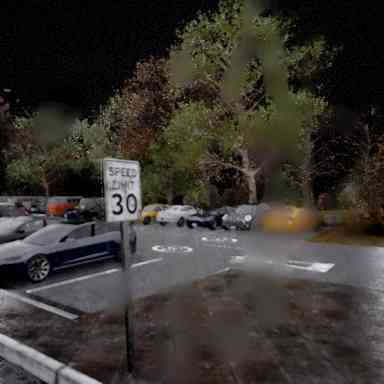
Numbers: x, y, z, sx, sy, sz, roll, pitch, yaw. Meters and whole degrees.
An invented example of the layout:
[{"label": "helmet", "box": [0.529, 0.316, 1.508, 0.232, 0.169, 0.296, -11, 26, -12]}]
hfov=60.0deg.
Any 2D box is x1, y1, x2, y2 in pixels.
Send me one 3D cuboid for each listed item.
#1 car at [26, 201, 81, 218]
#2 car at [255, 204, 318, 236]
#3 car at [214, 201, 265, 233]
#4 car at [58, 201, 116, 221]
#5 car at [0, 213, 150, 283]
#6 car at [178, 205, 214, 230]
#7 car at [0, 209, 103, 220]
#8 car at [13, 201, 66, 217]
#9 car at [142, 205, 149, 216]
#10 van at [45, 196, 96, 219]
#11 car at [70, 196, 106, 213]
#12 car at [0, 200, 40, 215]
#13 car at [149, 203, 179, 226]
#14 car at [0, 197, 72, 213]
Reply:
[{"label": "car", "box": [-14.207, 1.710, 34.378, 2.163, 1.488, 4.792, 0, 0, 36]}, {"label": "car", "box": [5.952, 1.636, 19.709, 2.097, 1.535, 5.008, 0, 0, 36]}, {"label": "car", "box": [3.730, 1.515, 21.366, 2.185, 1.767, 4.553, 0, 0, 36]}, {"label": "car", "box": [-9.656, 1.693, 31.004, 2.163, 1.488, 4.792, 0, 0, 36]}, {"label": "car", "box": [-3.887, 1.679, 10.657, 2.163, 1.488, 4.792, 0, 0, 36]}, {"label": "car", "box": [1.553, 1.674, 22.870, 2.163, 1.488, 4.792, 0, 0, 36]}, {"label": "car", "box": [-6.113, 1.653, 12.316, 2.097, 1.535, 5.008, 0, 0, 36]}, {"label": "car", "box": [-16.343, 1.725, 35.928, 2.163, 1.488, 4.792, -1, 0, 36]}, {"label": "car", "box": [-3.023, 1.649, 25.998, 1.946, 1.575, 5.366, 0, 0, 36]}, {"label": "van", "box": [-11.913, 1.444, 32.822, 1.878, 1.987, 4.442, 0, 0, 36]}, {"label": "car", "box": [-7.381, 1.408, 29.424, 2.435, 2.045, 5.566, 0, 0, 36]}, {"label": "car", "box": [-20.840, 1.742, 39.161, 2.097, 1.535, 5.008, -1, 0, 36]}, {"label": "car", "box": [-0.673, 1.688, 24.519, 2.002, 1.452, 4.674, 0, 0, 36]}, {"label": "car", "box": [-8.347, 1.405, 13.965, 2.435, 2.045, 5.566, 0, 0, 36]}]
